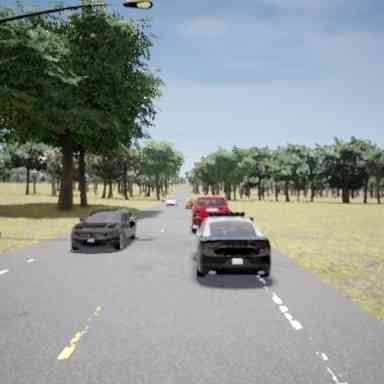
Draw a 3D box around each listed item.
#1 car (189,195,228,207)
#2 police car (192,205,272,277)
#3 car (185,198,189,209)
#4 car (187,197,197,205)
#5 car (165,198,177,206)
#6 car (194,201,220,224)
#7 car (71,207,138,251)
[{"bbox_3d":[1.072,1.216,20.229,2.150,2.045,5.566,0,0,0],"label":"car"},{"bbox_3d":[1.061,1.406,10.306,1.930,1.638,5.238,0,0,0],"label":"police car"},{"bbox_3d":[0.074,1.611,48.128,1.882,1.535,5.008,0,0,0],"label":"car"},{"bbox_3d":[-0.007,1.776,65.417,1.812,1.442,4.674,0,0,0],"label":"car"},{"bbox_3d":[-3.540,1.719,57.457,1.812,1.442,4.674,0,-1,0],"label":"car"},{"bbox_3d":[1.078,1.492,26.202,1.882,1.535,5.008,0,0,0],"label":"car"},{"bbox_3d":[-3.584,1.460,14.310,1.882,1.535,5.008,0,0,0],"label":"car"}]
